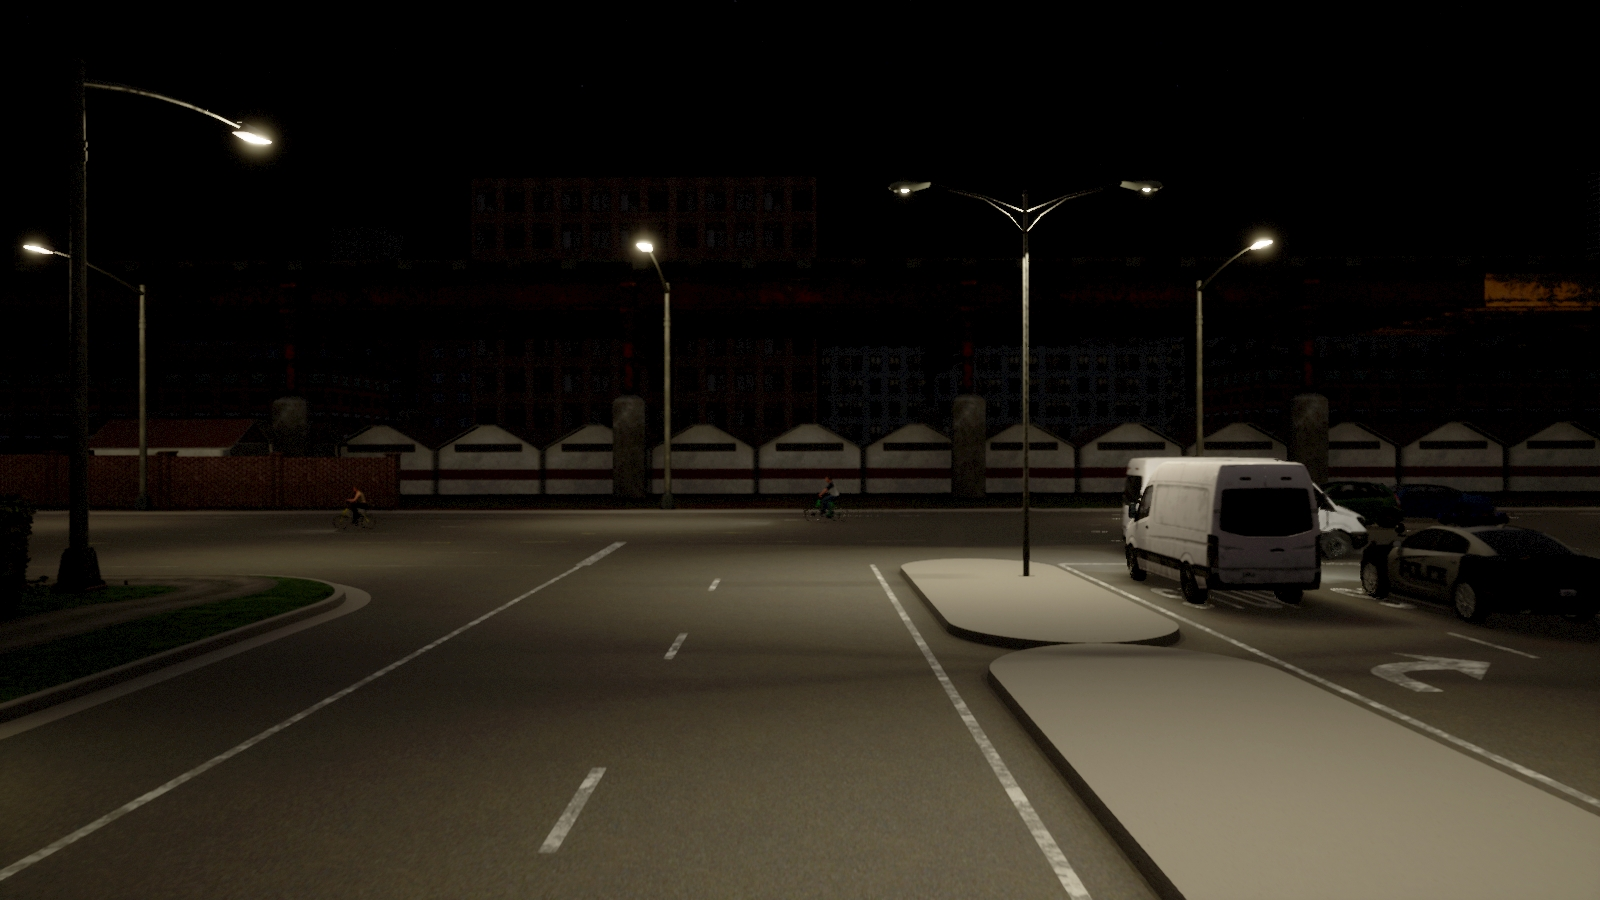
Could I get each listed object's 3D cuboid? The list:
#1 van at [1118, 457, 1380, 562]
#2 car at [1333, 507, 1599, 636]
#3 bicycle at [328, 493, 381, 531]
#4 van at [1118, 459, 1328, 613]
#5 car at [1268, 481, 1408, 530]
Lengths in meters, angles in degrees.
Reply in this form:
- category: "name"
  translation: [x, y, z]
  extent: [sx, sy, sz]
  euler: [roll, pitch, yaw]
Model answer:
- category: "van"
  translation: [11.376, 1.470, 29.222]
  extent: [5.915, 2.561, 1.988]
  euler: [0, 0, 0]
- category: "car"
  translation: [11.385, 1.928, 19.556]
  extent: [2.097, 1.638, 5.238]
  euler: [0, 0, 0]
- category: "bicycle"
  translation: [-15.521, 2.155, 39.817]
  extent: [1.487, 1.301, 0.859]
  euler: [0, 0, 0]
- category: "van"
  translation: [8.018, 1.488, 22.394]
  extent: [1.988, 2.561, 5.915]
  euler: [0, 0, 1]
- category: "car"
  translation: [18.649, 1.904, 39.689]
  extent: [3.988, 1.617, 1.851]
  euler: [0, 0, 0]
